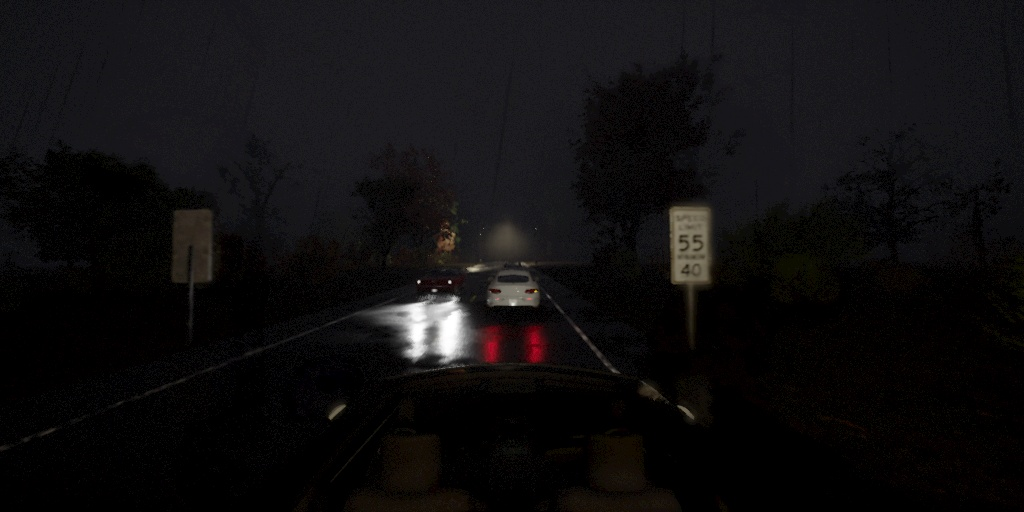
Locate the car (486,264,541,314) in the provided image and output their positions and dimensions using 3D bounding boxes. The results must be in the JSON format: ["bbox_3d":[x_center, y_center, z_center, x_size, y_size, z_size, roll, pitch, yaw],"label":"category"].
[{"bbox_3d":[0.053,1.219,13.400,1.812,1.442,4.674,0,0,0],"label":"car"}]

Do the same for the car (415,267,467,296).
[{"bbox_3d":[-3.557,1.274,18.680,1.895,1.301,4.718,0,0,1],"label":"car"}]

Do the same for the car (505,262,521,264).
[{"bbox_3d":[0.079,1.226,34.252,1.895,1.301,4.718,0,0,0],"label":"car"}]
